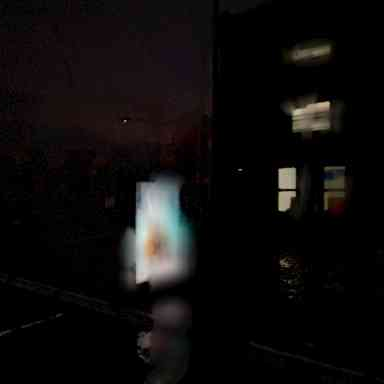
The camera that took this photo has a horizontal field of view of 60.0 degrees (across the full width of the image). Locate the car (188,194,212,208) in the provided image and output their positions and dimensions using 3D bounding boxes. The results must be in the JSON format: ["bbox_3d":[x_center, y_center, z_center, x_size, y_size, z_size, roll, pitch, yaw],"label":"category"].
[{"bbox_3d":[1.872,1.429,47.341,1.812,1.442,4.674,0,1,36],"label":"car"}]

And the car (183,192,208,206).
[{"bbox_3d":[0.527,1.097,51.004,2.150,2.045,5.566,0,0,36],"label":"car"}]
